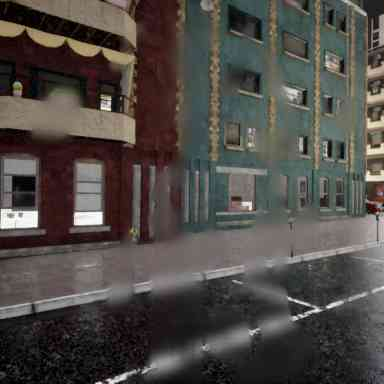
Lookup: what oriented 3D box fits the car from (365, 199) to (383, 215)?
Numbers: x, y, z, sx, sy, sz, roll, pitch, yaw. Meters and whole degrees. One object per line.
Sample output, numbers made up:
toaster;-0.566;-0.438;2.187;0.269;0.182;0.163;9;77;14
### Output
car;15.690;1.240;32.190;2.192;1.841;5.009;1;0;-36
